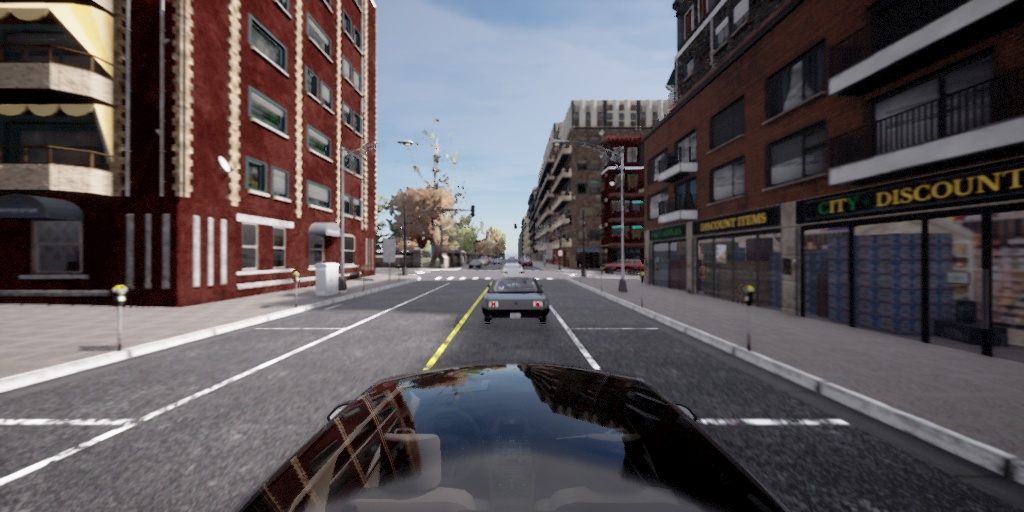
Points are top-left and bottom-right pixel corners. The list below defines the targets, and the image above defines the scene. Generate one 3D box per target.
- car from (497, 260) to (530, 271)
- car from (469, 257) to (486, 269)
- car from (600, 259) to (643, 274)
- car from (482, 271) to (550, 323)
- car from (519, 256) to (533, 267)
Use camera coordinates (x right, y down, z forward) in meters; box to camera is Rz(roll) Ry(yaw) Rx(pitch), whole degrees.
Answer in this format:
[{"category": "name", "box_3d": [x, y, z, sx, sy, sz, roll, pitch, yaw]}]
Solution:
[{"category": "car", "box_3d": [0.004, 1.236, 26.105, 1.812, 1.442, 4.674, 0, 0, -2]}, {"category": "car", "box_3d": [-5.690, 1.250, 56.307, 1.948, 1.339, 4.313, 0, 0, 0]}, {"category": "car", "box_3d": [13.449, 1.290, 43.967, 5.009, 1.841, 2.192, 0, 0, -1]}, {"category": "car", "box_3d": [0.101, 1.332, 11.939, 1.895, 1.301, 4.718, 0, 0, 0]}, {"category": "car", "box_3d": [2.691, 1.227, 61.937, 1.888, 1.381, 4.507, 0, 0, 0]}]
